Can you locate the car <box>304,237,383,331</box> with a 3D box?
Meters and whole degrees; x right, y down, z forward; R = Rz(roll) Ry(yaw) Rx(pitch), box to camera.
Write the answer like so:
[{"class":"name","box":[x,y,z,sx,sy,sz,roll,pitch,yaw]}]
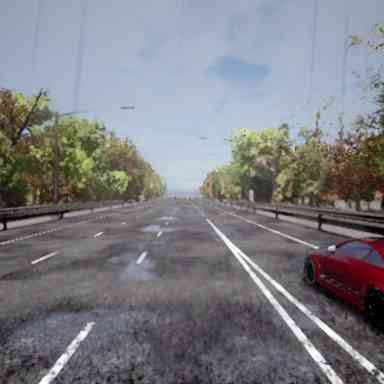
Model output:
[{"class":"car","box":[3.967,1.633,7.016,1.994,1.385,4.181,0,-1,-3]}]
